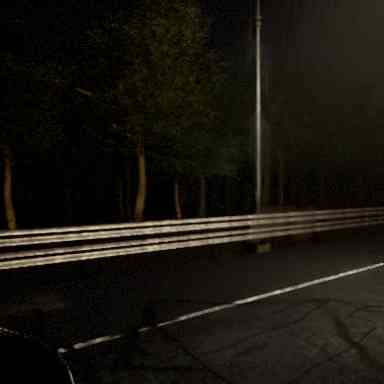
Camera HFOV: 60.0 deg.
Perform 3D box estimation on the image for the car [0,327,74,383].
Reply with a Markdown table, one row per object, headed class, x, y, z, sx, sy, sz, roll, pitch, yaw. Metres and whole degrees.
| class | x | y | z | sx | sy | sz | roll | pitch | yaw |
| --- | --- | --- | --- | --- | --- | --- | --- | --- | --- |
| car | -3.085 | 1.500 | 1.549 | 4.902 | 1.511 | 2.128 | 0 | 0 | -35 |
